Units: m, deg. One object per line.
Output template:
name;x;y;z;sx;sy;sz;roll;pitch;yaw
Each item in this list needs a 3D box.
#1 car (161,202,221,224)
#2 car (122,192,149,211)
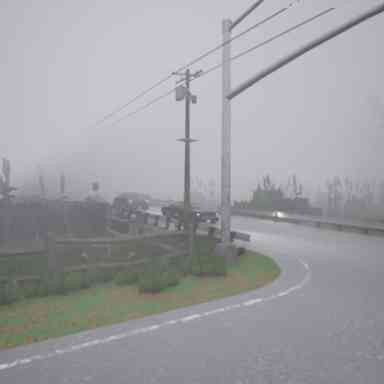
car;-0.171;1.336;21.897;1.895;1.301;4.718;1;2;-33
car;-5.638;0.785;30.677;2.097;1.767;4.553;0;0;-31
